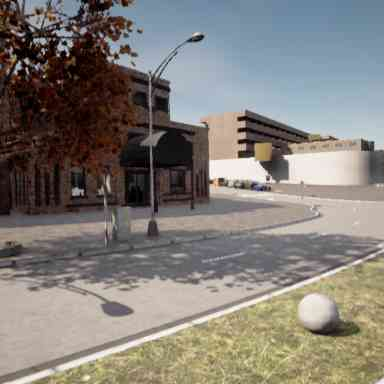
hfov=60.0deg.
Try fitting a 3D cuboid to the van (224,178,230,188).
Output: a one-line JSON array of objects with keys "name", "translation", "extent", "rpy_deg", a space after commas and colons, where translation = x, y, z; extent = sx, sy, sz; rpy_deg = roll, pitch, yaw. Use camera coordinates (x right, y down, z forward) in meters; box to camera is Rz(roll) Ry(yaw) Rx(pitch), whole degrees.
[{"name": "van", "translation": [9.933, -1.917, 75.478], "extent": [1.878, 1.987, 4.442], "rpy_deg": [6, 6, 40]}]

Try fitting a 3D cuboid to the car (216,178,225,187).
[{"name": "car", "translation": [8.502, -2.076, 78.156], "extent": [2.185, 1.767, 4.553], "rpy_deg": [6, 6, 40]}]

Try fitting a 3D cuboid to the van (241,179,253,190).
[{"name": "van", "translation": [13.030, -1.417, 70.464], "extent": [1.878, 1.987, 4.442], "rpy_deg": [6, 6, 40]}]

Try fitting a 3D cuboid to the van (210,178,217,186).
[{"name": "van", "translation": [7.118, -2.436, 80.863], "extent": [1.878, 1.987, 4.442], "rpy_deg": [5, 6, 40]}]

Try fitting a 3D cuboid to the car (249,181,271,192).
[{"name": "car", "translation": [14.419, -0.934, 67.790], "extent": [2.097, 1.535, 5.008], "rpy_deg": [6, 6, 40]}]

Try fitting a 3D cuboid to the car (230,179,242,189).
[{"name": "car", "translation": [11.467, -1.691, 72.944], "extent": [2.435, 2.045, 5.566], "rpy_deg": [6, 6, 40]}]
